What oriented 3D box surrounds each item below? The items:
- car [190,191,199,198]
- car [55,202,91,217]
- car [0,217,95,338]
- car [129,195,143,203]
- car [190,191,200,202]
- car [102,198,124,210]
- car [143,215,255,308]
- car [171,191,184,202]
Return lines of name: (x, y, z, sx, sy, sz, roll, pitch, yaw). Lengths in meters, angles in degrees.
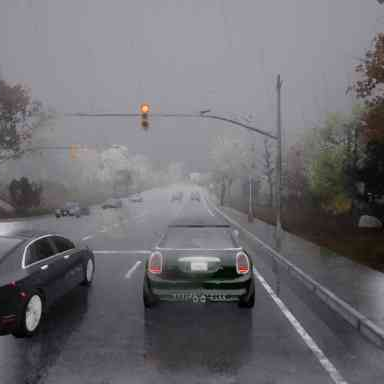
car: (0.605, 0.516, 75.115, 2.033, 1.411, 5.357, 0, 3, 1)
car: (-10.395, 1.564, 29.294, 1.994, 1.385, 4.181, 0, 0, 1)
car: (-3.378, 1.505, 6.591, 1.837, 1.490, 4.892, 0, 0, 0)
car: (-10.094, 1.303, 60.306, 1.994, 1.385, 4.181, 0, 2, 1)
car: (0.613, 1.053, 64.858, 2.033, 1.411, 5.357, 0, 3, 1)
car: (-10.271, 1.547, 43.558, 2.033, 1.411, 5.357, 0, 0, 1)
car: (0.142, 1.352, 8.092, 2.097, 1.767, 4.553, 0, 0, 0)
car: (-2.988, 1.070, 64.572, 2.033, 1.411, 5.357, 0, 3, 1)
